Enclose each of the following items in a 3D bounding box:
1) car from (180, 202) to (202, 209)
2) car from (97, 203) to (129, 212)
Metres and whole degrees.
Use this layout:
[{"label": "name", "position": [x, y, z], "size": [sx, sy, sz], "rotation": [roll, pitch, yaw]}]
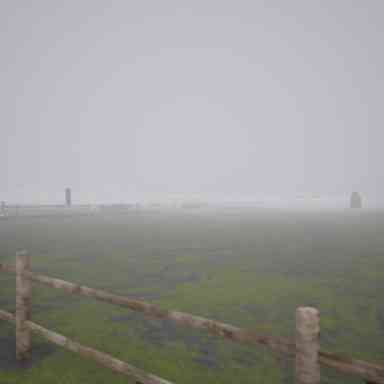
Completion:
[{"label": "car", "position": [-0.183, 2.656, 63.658], "size": [1.895, 1.301, 4.718], "rotation": [0, -1, 36]}, {"label": "car", "position": [-11.379, 2.233, 48.124], "size": [1.895, 1.301, 4.718], "rotation": [0, -1, 36]}]
